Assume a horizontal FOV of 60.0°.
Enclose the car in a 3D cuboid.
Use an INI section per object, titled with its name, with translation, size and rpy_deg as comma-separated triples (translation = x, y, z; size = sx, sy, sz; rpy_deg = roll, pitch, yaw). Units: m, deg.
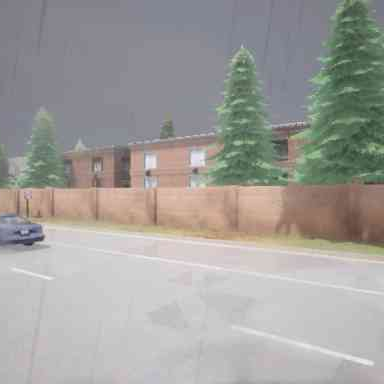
[car]
translation = -8.377, 1.560, 14.022
size = 5.357, 1.411, 2.033
rpy_deg = 0, 0, 35
